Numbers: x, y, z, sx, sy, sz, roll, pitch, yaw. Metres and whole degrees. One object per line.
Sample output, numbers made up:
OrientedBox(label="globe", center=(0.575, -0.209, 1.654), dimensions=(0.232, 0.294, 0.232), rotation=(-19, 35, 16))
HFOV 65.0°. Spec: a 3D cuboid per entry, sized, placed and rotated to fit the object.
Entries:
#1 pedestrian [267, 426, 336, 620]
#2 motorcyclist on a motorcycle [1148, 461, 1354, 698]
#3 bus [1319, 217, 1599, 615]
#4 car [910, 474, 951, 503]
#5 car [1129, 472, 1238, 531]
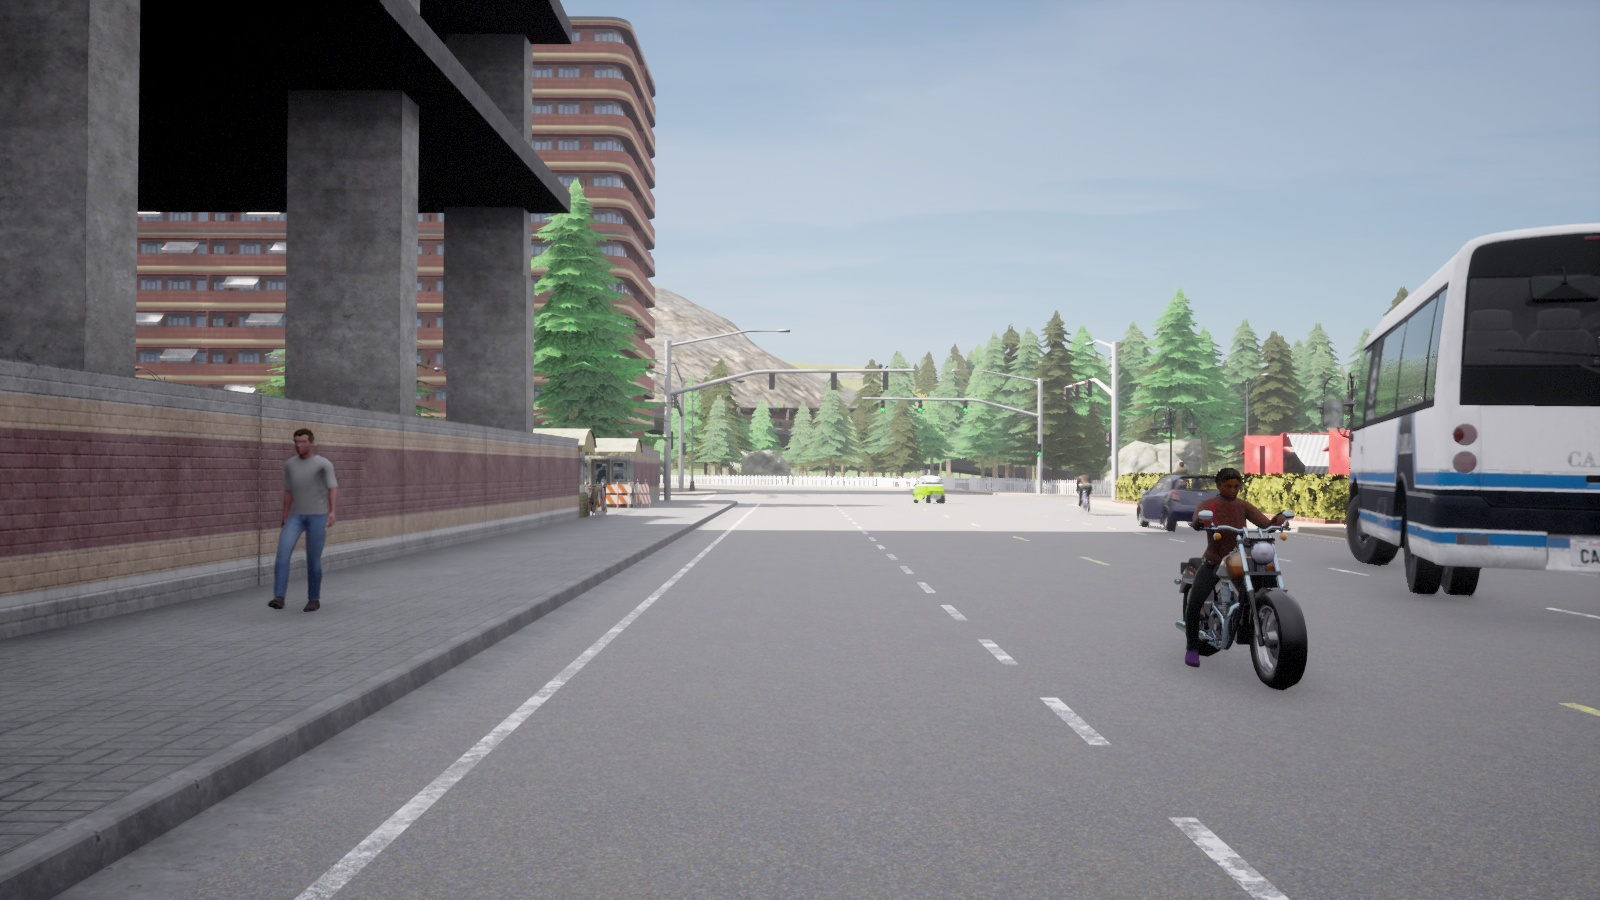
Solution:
OrientedBox(label="pedestrian", center=(-4.847, 0.695, 12.241), dimensions=(0.354, 1.836, 0.706), rotation=(0, -1, 4))
OrientedBox(label="motorcyclist on a motorcycle", center=(3.475, 0.918, 9.942), dimensions=(0.766, 1.649, 2.350), rotation=(0, -1, 0))
OrientedBox(label="bus", center=(10.101, -0.296, 18.282), dimensions=(3.944, 4.253, 10.273), rotation=(1, -1, 18))
OrientedBox(label="car", center=(6.447, 1.908, 62.137), dimensions=(1.481, 1.376, 2.207), rotation=(0, -2, -9))
OrientedBox(label="car", center=(10.414, 1.362, 34.323), dimensions=(1.845, 1.501, 3.633), rotation=(0, -1, 0))
